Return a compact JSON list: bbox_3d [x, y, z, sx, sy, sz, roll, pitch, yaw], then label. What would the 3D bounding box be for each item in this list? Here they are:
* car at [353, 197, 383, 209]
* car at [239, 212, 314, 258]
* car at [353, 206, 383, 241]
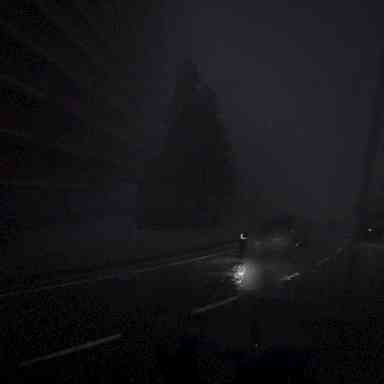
[{"bbox_3d":[17.335,1.524,31.998,2.150,2.045,5.566,0,0,9],"label":"car"},{"bbox_3d":[3.599,1.617,13.582,1.837,1.490,4.892,1,0,33],"label":"car"},{"bbox_3d":[9.958,1.717,17.645,2.033,1.411,5.357,0,0,23],"label":"car"}]
